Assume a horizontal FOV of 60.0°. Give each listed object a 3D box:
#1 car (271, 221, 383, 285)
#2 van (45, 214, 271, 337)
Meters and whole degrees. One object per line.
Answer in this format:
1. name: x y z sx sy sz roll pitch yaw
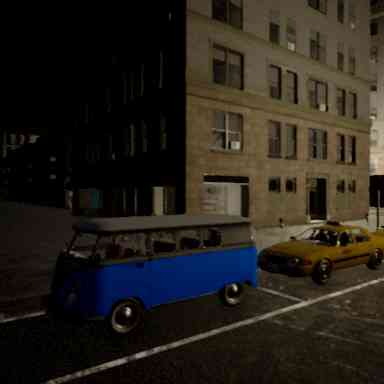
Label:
1. car: 3.941 1.550 9.594 4.829 1.417 1.752 0 0 -36
2. van: -0.530 1.352 6.393 3.998 1.788 1.690 0 0 -36
